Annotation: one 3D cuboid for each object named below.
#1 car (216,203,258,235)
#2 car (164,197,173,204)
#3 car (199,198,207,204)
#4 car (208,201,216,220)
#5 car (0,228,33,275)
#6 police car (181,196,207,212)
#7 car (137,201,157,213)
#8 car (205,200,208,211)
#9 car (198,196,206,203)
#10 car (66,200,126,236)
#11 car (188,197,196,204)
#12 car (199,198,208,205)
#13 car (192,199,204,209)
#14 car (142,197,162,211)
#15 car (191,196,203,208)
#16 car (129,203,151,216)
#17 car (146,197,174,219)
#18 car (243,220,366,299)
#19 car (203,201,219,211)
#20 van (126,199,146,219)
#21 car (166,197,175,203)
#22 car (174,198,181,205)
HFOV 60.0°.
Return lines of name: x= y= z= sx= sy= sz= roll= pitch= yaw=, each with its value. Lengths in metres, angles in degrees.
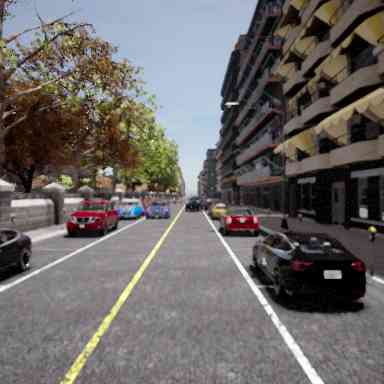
car: x=2.694 y=1.586 z=19.699 sx=1.967 sy=1.590 sz=4.097 roll=0 pitch=0 yaw=0
car: x=-5.674 y=2.107 z=81.633 sx=1.967 sy=1.590 sz=4.097 roll=0 pitch=-1 yaw=0
car: x=2.707 y=2.212 z=81.631 sx=1.887 sy=1.381 sz=4.507 roll=0 pitch=-1 yaw=0
car: x=2.697 y=1.761 z=31.129 sx=1.752 sy=1.417 sz=4.829 roll=0 pitch=0 yaw=0
car: x=-5.688 y=1.628 z=8.440 sx=1.947 sy=1.339 sz=4.313 roll=0 pitch=0 yaw=0
police car: x=0.454 y=1.773 z=44.910 sx=1.930 sy=1.638 sz=5.238 roll=0 pitch=0 yaw=12
car: x=-5.681 y=1.871 z=42.221 sx=1.887 sy=1.381 sz=4.507 roll=0 pitch=0 yaw=0
car: x=2.698 y=1.862 z=36.589 sx=1.802 sy=1.307 sz=4.206 roll=0 pitch=0 yaw=0
car: x=2.709 y=2.086 z=92.891 sx=2.192 sy=1.841 sz=5.009 roll=0 pitch=-1 yaw=0
car: x=-5.685 y=1.461 z=19.702 sx=2.192 sy=1.841 sz=5.009 roll=0 pitch=0 yaw=0
car: x=0.018 y=1.936 z=79.184 sx=1.882 sy=1.535 sz=5.008 roll=0 pitch=-1 yaw=0
car: x=2.706 y=2.160 z=76.000 sx=1.887 sy=1.381 sz=4.507 roll=0 pitch=-1 yaw=0
car: x=0.912 y=1.934 z=54.610 sx=1.837 sy=1.490 sz=4.892 roll=0 pitch=0 yaw=0
car: x=-5.680 y=1.687 z=47.854 sx=2.192 sy=1.841 sz=5.009 roll=0 pitch=0 yaw=0
car: x=0.913 y=1.705 z=60.643 sx=2.150 sy=2.045 sz=5.566 roll=0 pitch=0 yaw=0
car: x=-5.682 y=1.862 z=36.590 sx=1.802 sy=1.307 sz=4.206 roll=0 pitch=0 yaw=0
car: x=-3.090 y=1.589 z=31.373 sx=2.097 sy=1.767 sz=4.553 roll=0 pitch=0 yaw=0
car: x=2.692 y=1.627 z=8.439 sx=1.947 sy=1.339 sz=4.313 roll=0 pitch=0 yaw=0
car: x=2.700 y=1.938 z=47.851 sx=1.947 sy=1.339 sz=4.313 roll=0 pitch=0 yaw=0
van: x=-5.683 y=1.575 z=30.961 sx=1.690 sy=1.788 sz=3.998 roll=0 pitch=0 yaw=0
car: x=-5.673 y=2.159 z=87.261 sx=1.967 sy=1.590 sz=4.097 roll=0 pitch=-1 yaw=0
car: x=-2.984 y=2.116 z=74.021 sx=1.812 sy=1.442 sz=4.674 roll=0 pitch=-1 yaw=0
